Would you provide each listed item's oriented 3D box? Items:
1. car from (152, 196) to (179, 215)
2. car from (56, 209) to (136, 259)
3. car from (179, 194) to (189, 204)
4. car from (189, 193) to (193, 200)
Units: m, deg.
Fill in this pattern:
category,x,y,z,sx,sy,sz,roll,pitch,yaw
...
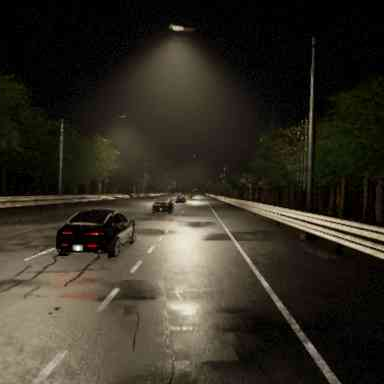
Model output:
category,x,y,z,sx,sy,sz,roll,pitch,yaw
car,-2.816,1.402,33.390,2.128,1.511,4.902,2,0,1
car,-3.311,1.405,12.261,1.837,1.490,4.892,2,0,1
car,-2.118,1.497,63.370,2.033,1.411,5.357,2,0,1
car,-1.473,1.474,90.862,1.882,1.535,5.008,2,0,1
